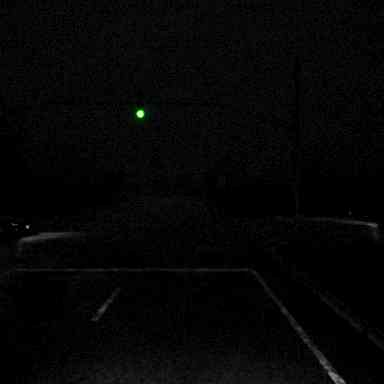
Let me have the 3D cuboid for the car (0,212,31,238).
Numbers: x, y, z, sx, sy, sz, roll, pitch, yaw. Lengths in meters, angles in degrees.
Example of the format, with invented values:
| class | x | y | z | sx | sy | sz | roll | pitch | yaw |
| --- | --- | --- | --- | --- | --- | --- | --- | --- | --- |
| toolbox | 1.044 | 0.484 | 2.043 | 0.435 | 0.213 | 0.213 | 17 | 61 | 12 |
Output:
| class | x | y | z | sx | sy | sz | roll | pitch | yaw |
| --- | --- | --- | --- | --- | --- | --- | --- | --- | --- |
| car | -11.130 | 1.604 | 17.511 | 4.892 | 1.490 | 1.837 | 0 | 0 | -3 |

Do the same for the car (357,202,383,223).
| class | x | y | z | sx | sy | sz | roll | pitch | yaw |
| --- | --- | --- | --- | --- | --- | --- | --- | --- | --- |
| car | 15.914 | 1.635 | 26.049 | 4.674 | 1.442 | 1.812 | 0 | 0 | -3 |

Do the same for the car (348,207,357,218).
| class | x | y | z | sx | sy | sz | roll | pitch | yaw |
| --- | --- | --- | --- | --- | --- | --- | --- | --- | --- |
| car | 16.463 | 1.615 | 29.584 | 4.902 | 1.511 | 2.128 | 0 | 0 | -3 |
